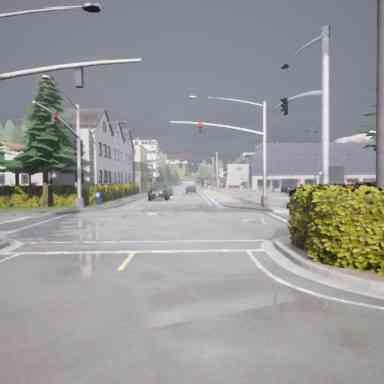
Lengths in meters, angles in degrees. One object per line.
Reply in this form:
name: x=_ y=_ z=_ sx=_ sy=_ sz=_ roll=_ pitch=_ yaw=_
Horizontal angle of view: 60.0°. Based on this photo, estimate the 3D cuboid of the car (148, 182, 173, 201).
car: x=-3.733 y=-0.110 z=38.269 sx=2.150 sy=2.045 sz=5.566 roll=-1 pitch=2 yaw=0

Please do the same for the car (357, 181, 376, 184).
car: x=19.004 y=-0.176 z=34.217 sx=1.905 sy=1.878 sz=3.866 roll=-1 pitch=2 yaw=0

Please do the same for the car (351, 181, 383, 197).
car: x=22.247 y=-0.462 z=42.099 sx=1.932 sy=1.855 sz=4.605 roll=-1 pitch=2 yaw=0

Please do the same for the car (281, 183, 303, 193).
car: x=15.252 y=-0.525 z=52.074 sx=2.007 sy=1.523 sz=4.514 roll=-1 pitch=2 yaw=0

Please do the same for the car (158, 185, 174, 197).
car: x=-3.749 y=-0.175 z=48.429 sx=1.837 sy=1.490 sz=4.892 roll=-1 pitch=2 yaw=0

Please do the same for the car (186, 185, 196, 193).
car: x=-0.189 y=-0.579 z=58.690 sx=2.128 sy=1.511 sz=4.902 roll=-1 pitch=2 yaw=0

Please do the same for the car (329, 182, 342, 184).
car: x=25.288 y=-1.035 z=59.490 sx=2.152 sy=1.636 sz=5.027 roll=-1 pitch=2 yaw=0
